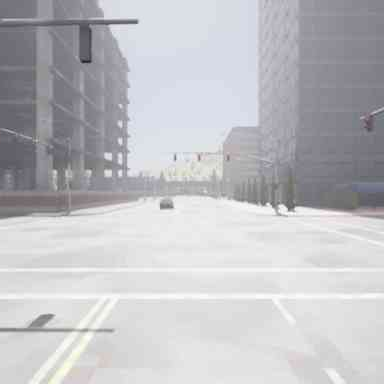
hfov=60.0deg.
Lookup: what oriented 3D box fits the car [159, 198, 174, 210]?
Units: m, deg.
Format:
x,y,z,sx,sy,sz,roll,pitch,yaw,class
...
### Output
x,y,z,sx,sy,sz,roll,pitch,yaw,class
-3.504,1.630,46.483,1.882,1.535,5.008,0,0,0,car
